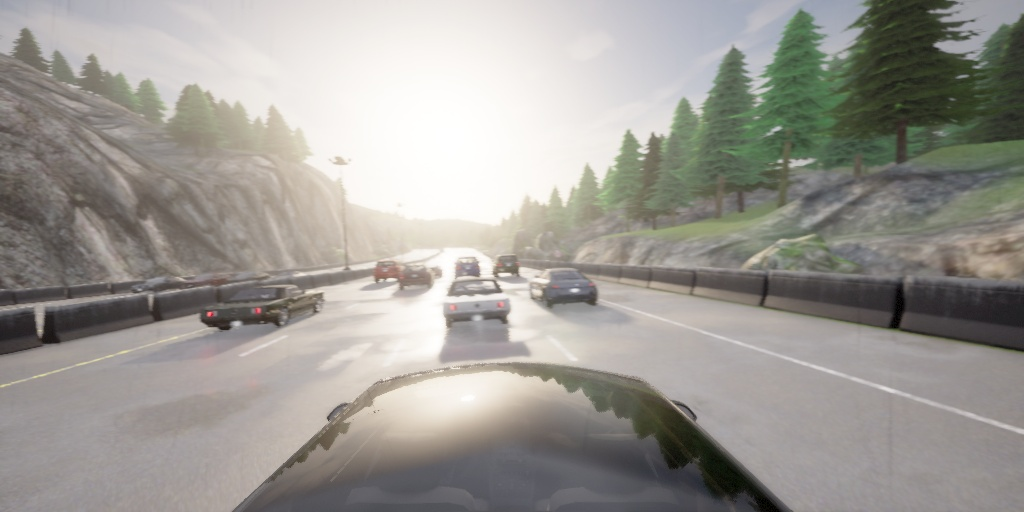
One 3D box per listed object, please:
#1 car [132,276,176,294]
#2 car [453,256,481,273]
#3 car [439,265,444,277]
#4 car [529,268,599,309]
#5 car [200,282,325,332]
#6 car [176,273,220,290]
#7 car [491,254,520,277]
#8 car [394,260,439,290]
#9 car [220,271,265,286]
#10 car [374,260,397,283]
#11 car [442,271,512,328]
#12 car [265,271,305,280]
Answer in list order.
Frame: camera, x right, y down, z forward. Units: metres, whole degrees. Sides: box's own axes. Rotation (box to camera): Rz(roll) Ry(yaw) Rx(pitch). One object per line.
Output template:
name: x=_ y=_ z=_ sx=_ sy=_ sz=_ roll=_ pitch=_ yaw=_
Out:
car: x=-32.503 y=2.651 z=33.305 sx=1.812 sy=1.442 sz=4.674 roll=-3 pitch=0 yaw=-7
car: x=-3.770 y=1.038 z=30.327 sx=2.150 sy=2.045 sz=5.566 roll=-3 pitch=0 yaw=-8
car: x=-8.354 y=1.563 z=38.220 sx=1.994 sy=1.385 sz=4.181 roll=-3 pitch=0 yaw=-8
car: x=1.925 y=1.178 z=14.499 sx=1.994 sy=1.385 sz=4.181 roll=-3 pitch=0 yaw=-8
car: x=-8.421 y=1.696 z=12.748 sx=1.895 sy=1.301 sz=4.718 roll=-3 pitch=0 yaw=-8
car: x=-29.147 y=2.445 z=34.622 sx=1.882 sy=1.535 sz=5.008 roll=-3 pitch=0 yaw=-8
car: x=-0.649 y=0.884 z=33.361 sx=2.150 sy=2.045 sz=5.566 roll=-3 pitch=0 yaw=-8
car: x=-6.620 y=1.318 z=25.386 sx=2.097 sy=1.767 sz=4.553 roll=-3 pitch=0 yaw=-8
car: x=-25.698 y=2.284 z=35.214 sx=1.882 sy=1.535 sz=5.008 roll=-3 pitch=0 yaw=-8
car: x=-11.246 y=1.370 z=33.413 sx=2.150 sy=2.045 sz=5.566 roll=-3 pitch=0 yaw=-8
car: x=-1.230 y=1.370 z=11.764 sx=1.895 sy=1.301 sz=4.718 roll=-3 pitch=0 yaw=-8
car: x=-22.271 y=2.212 z=36.010 sx=1.994 sy=1.385 sz=4.181 roll=-3 pitch=0 yaw=-8
